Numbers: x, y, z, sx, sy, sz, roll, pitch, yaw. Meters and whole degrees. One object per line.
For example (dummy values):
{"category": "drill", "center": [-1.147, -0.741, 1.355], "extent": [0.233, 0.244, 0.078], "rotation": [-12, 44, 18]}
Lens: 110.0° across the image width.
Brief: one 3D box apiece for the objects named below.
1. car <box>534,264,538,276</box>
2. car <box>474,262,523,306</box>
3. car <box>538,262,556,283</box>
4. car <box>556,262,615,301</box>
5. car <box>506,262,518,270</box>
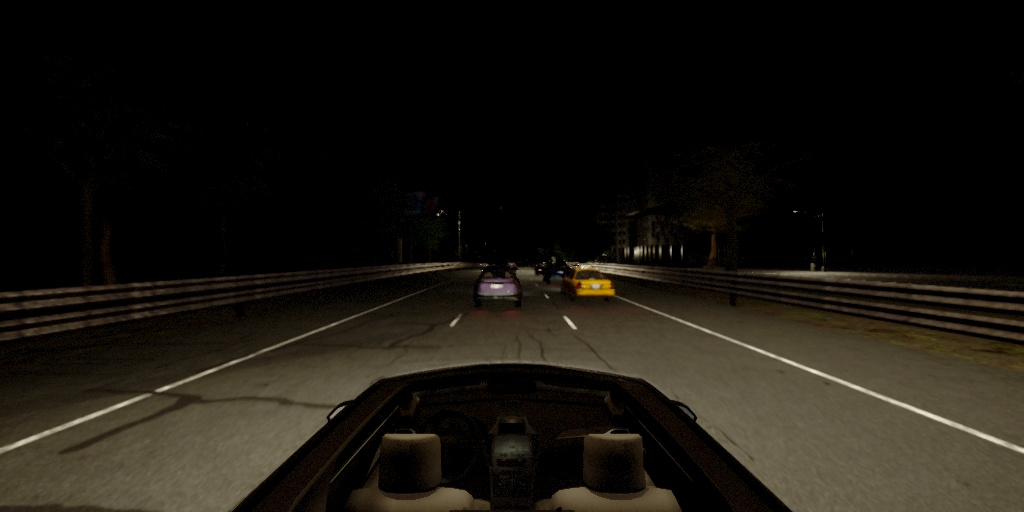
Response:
{"category": "car", "center": [3.504, 1.487, 39.323], "extent": [1.895, 1.301, 4.718], "rotation": [0, -1, 0]}
{"category": "car", "center": [-0.508, 1.212, 15.916], "extent": [2.033, 1.649, 4.856], "rotation": [0, 0, 2]}
{"category": "car", "center": [3.495, 1.245, 28.295], "extent": [2.033, 1.649, 4.856], "rotation": [0, 0, 0]}
{"category": "car", "center": [3.497, 1.241, 17.488], "extent": [1.801, 1.575, 5.366], "rotation": [0, 0, 0]}
{"category": "car", "center": [0.037, 1.865, 65.184], "extent": [2.033, 1.411, 5.357], "rotation": [0, -1, 2]}
